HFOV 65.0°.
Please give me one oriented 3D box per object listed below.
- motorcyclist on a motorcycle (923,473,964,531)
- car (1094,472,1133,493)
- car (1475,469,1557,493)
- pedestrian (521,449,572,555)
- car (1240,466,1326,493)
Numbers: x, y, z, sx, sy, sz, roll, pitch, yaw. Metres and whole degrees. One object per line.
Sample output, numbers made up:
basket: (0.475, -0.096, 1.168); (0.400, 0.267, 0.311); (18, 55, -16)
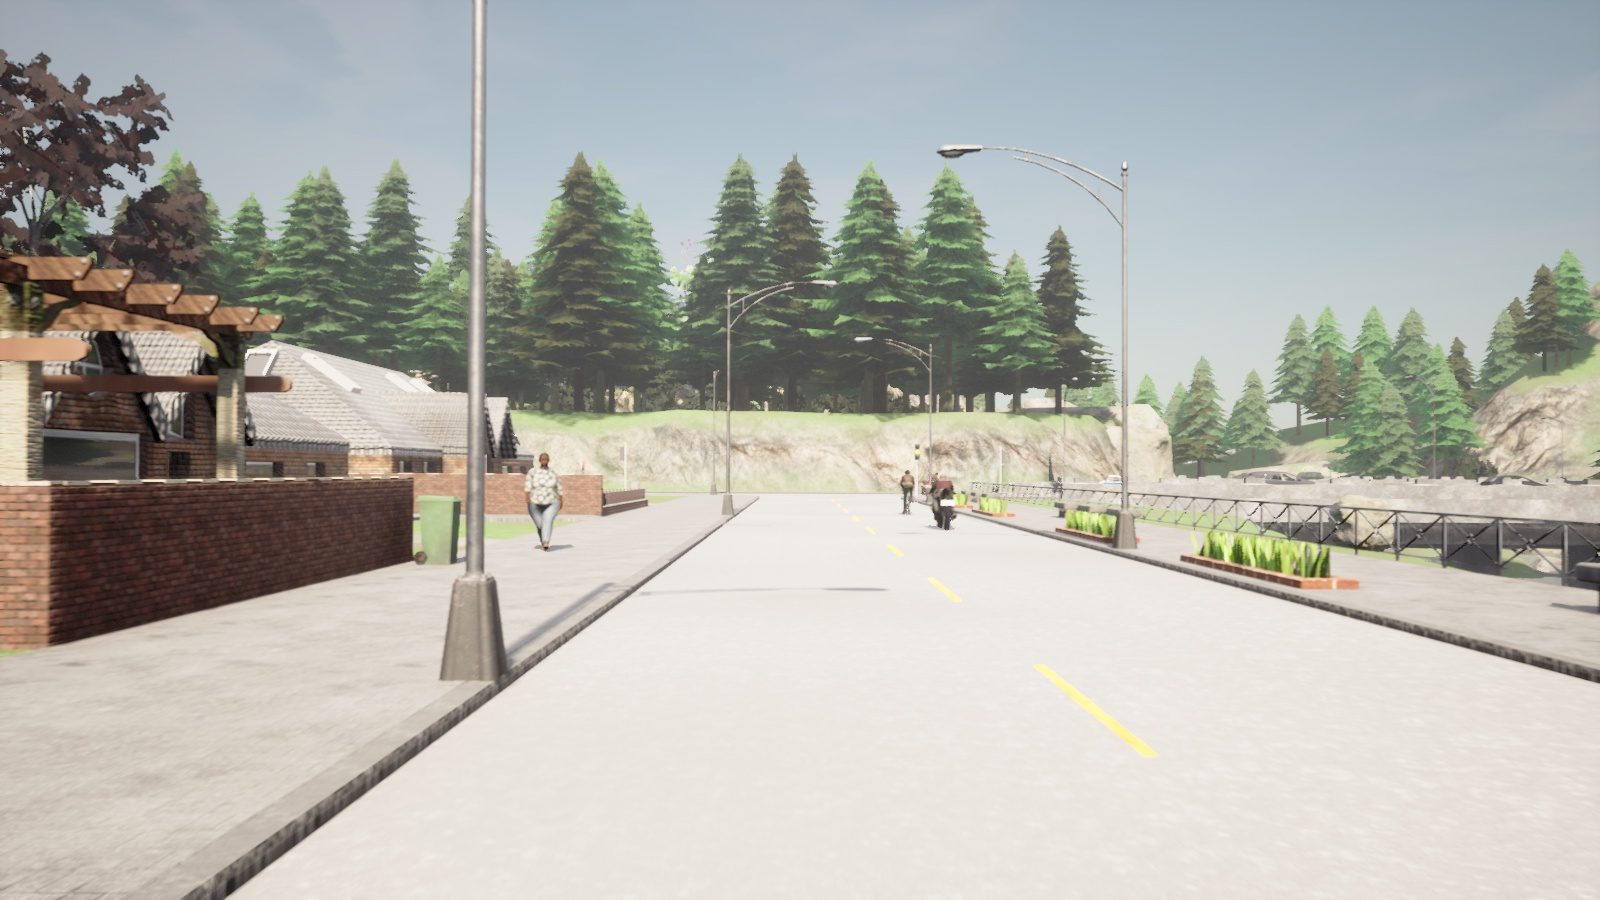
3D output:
motorcyclist on a motorcycle: (3.919, 1.411, 34.470); (0.866, 1.530, 2.191); (0, -1, 0)
car: (21.077, 2.200, 84.500); (2.207, 1.376, 1.481); (0, -1, 0)
car: (45.910, 1.993, 80.559); (4.193, 1.474, 1.816); (0, -1, 0)
pedestrian: (-4.550, 0.921, 22.585); (0.874, 1.855, 0.900); (0, -1, -9)
car: (30.951, 1.883, 80.527); (4.611, 1.667, 2.242); (0, -1, 0)
